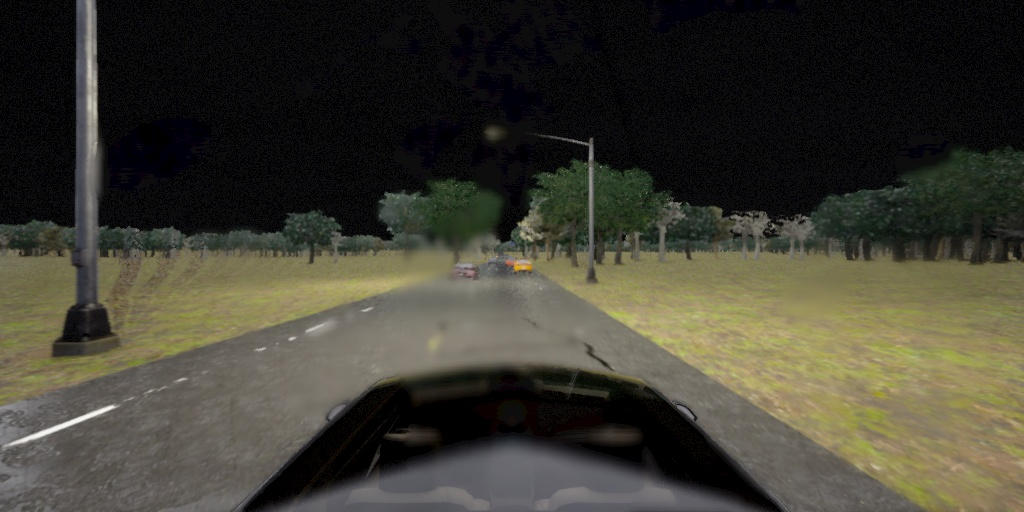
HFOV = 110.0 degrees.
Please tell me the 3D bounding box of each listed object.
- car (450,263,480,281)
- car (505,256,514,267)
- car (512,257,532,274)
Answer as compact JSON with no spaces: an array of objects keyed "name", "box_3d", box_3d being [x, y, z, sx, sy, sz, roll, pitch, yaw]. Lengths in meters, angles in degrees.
[{"name":"car","box_3d":[-3.600,1.226,28.215,1.994,1.385,4.181,0,0,0]},{"name":"car","box_3d":[-0.044,0.892,61.193,2.097,1.767,4.553,0,0,0]},{"name":"car","box_3d":[1.192,1.102,39.604,1.882,1.535,5.008,0,0,0]}]
